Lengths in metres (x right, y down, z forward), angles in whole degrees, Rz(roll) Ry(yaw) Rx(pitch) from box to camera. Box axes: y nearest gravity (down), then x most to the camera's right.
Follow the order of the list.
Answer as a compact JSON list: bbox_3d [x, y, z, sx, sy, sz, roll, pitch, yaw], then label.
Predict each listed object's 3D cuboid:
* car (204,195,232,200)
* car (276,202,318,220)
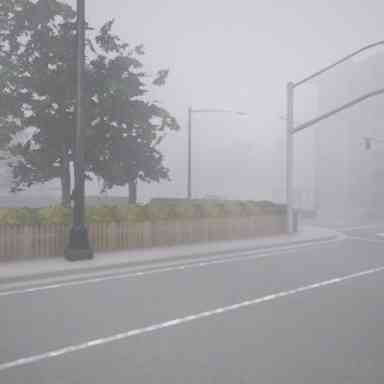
[{"bbox_3d":[3.416,1.415,38.848,2.150,2.045,5.566,1,0,-35],"label":"car"},{"bbox_3d":[9.102,1.670,30.623,1.882,1.535,5.008,1,0,-35],"label":"car"}]
